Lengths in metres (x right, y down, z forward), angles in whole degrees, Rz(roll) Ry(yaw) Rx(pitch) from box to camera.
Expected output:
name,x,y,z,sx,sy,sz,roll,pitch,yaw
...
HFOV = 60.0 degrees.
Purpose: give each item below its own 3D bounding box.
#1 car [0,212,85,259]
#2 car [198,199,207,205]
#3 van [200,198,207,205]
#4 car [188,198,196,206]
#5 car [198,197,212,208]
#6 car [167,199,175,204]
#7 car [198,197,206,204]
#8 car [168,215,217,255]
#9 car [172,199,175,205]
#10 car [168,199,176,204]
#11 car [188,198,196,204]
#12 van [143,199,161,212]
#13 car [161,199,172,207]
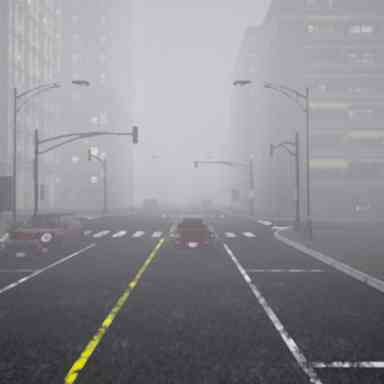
name,x,y,z,sx,sy,sz,roll,pitch,yaw
car,-5.693,1.582,13.038,1.967,1.590,4.097,0,-1,0
car,2.681,2.496,84.364,2.008,1.369,4.403,0,-1,0
van,2.681,2.222,78.817,1.690,1.788,3.998,0,-1,0
car,-0.004,2.425,75.033,1.895,1.301,4.718,0,-1,0
car,2.683,2.005,62.166,2.192,1.841,5.009,0,-1,0
car,-5.700,2.533,89.744,1.752,1.417,4.829,0,-1,0
car,2.680,2.325,89.918,2.192,1.841,5.009,0,-1,0
car,-0.031,1.677,13.867,1.812,1.442,4.674,0,0,-1
car,-5.700,2.385,84.364,1.967,1.590,4.097,0,-1,0
car,-5.700,2.626,95.464,2.008,1.369,4.403,0,-1,0
car,-0.006,2.303,85.011,1.837,1.490,4.892,0,-1,0
van,-5.696,1.842,45.511,1.690,1.788,3.998,0,-1,0
car,-5.698,2.276,67.542,1.752,1.417,4.829,0,-1,0
